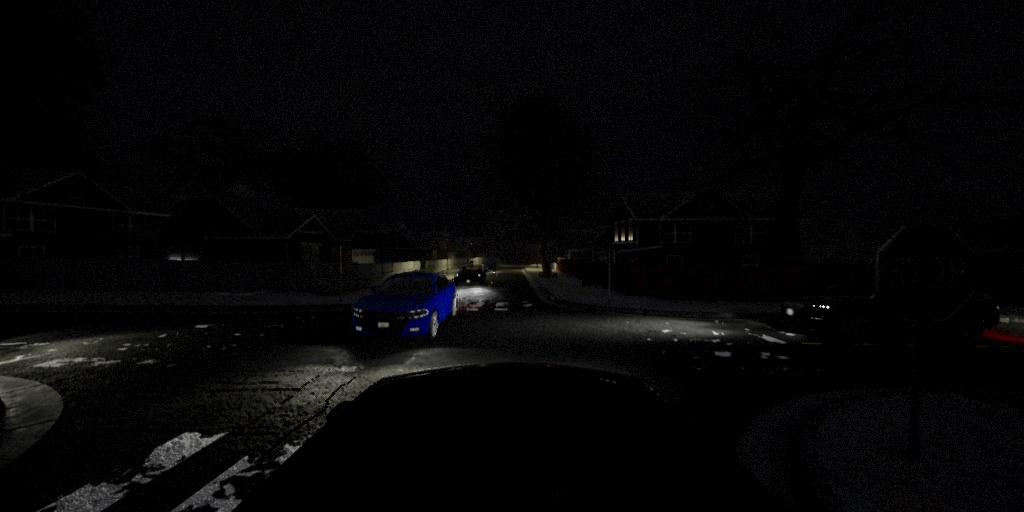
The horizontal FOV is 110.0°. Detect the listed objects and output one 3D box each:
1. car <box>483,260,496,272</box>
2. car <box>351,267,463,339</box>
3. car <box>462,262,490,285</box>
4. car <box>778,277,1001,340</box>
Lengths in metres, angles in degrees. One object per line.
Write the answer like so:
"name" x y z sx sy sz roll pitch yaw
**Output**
"car" -2.961 1.193 45.801 1.812 1.442 4.674 0 0 0
"car" -2.781 1.205 10.224 1.882 1.535 5.008 1 0 0
"car" -2.859 1.328 25.572 1.895 1.301 4.718 0 0 0
"car" 10.312 1.359 10.043 4.902 1.511 2.128 1 1 2
